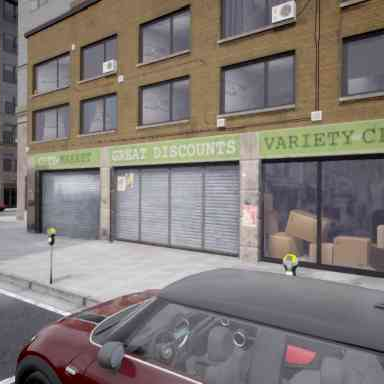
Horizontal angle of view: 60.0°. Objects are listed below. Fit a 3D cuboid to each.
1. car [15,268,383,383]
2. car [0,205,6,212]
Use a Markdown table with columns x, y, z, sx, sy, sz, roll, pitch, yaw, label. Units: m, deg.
| x | y | z | sx | sy | sz | roll | pitch | yaw | label |
| --- | --- | --- | --- | --- | --- | --- | --- | --- | --- |
| 0.224 | 1.440 | 2.905 | 4.097 | 1.590 | 1.967 | 0 | 1 | 35 | car |
| -19.460 | 1.457 | 29.773 | 1.895 | 1.301 | 4.718 | 1 | 1 | 34 | car |
